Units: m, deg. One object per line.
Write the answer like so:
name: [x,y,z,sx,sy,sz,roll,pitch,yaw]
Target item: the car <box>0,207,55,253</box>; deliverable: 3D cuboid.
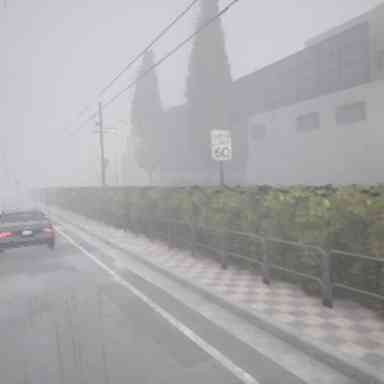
car: [-6.524,1.316,12.854,2.033,1.411,5.357,-3,2,-29]
